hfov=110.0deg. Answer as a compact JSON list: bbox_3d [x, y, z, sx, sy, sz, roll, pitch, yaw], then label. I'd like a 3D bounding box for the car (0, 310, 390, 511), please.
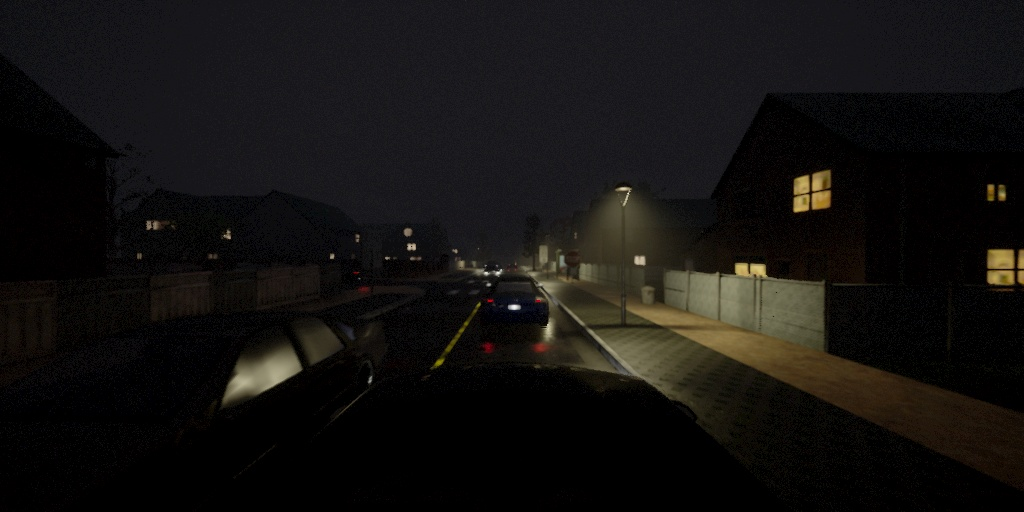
[{"bbox_3d":[-2.845,1.302,3.429,2.033,1.411,5.357,0,0,0],"label":"car"}]

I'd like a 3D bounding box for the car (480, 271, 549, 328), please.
[{"bbox_3d":[0.084,1.349,11.579,1.994,1.385,4.181,0,0,1],"label":"car"}]

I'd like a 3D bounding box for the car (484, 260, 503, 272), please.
[{"bbox_3d":[-2.807,1.409,51.607,2.097,1.767,4.553,0,-1,0],"label":"car"}]

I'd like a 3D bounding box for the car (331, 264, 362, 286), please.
[{"bbox_3d":[-13.085,1.322,24.999,4.892,1.490,1.837,0,0,-1],"label":"car"}]
